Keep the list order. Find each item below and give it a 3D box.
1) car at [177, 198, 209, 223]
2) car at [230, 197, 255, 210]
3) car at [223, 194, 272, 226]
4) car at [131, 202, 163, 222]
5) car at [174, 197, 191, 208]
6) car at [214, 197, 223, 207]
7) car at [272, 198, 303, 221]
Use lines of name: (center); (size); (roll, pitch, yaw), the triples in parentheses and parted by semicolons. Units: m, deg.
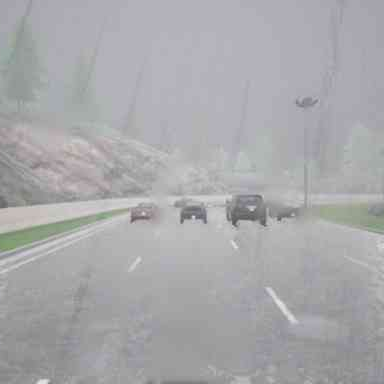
car: (0.150, 1.413, 24.558); (1.837, 1.490, 4.892); (0, 0, 1)
car: (6.489, 1.391, 41.990); (2.033, 1.411, 5.357); (0, 0, 20)
car: (3.618, 1.136, 22.746); (2.150, 2.045, 5.566); (0, 0, 0)
car: (-3.325, 1.470, 25.172); (1.994, 1.385, 4.181); (0, 0, 1)
car: (-0.666, 1.386, 43.282); (2.033, 1.411, 5.357); (0, 0, 19)
car: (4.407, 1.355, 45.672); (1.812, 1.442, 4.674); (0, 0, 23)
car: (7.160, 1.429, 25.659); (1.812, 1.442, 4.674); (0, 0, 1)
